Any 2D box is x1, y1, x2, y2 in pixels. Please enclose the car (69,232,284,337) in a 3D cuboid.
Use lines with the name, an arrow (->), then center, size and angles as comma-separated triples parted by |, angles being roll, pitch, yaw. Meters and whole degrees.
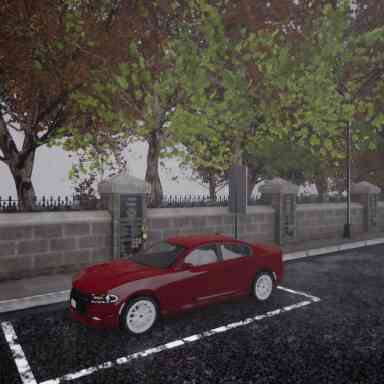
car -> -0.080, 1.546, 6.661 | 4.507, 1.381, 1.887 | 0, 0, -36
